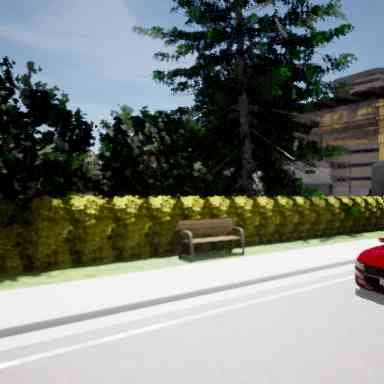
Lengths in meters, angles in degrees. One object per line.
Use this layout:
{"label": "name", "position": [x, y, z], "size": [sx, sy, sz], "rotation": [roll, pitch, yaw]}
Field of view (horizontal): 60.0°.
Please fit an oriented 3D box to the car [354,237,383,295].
{"label": "car", "position": [5.973, 1.563, 8.169], "size": [5.008, 1.535, 1.882], "rotation": [0, 0, -35]}
